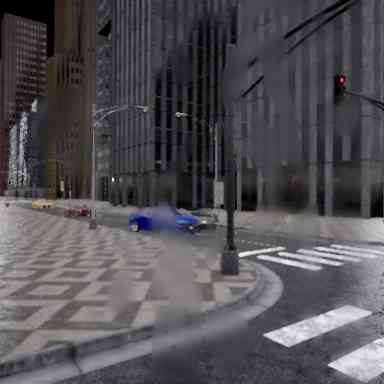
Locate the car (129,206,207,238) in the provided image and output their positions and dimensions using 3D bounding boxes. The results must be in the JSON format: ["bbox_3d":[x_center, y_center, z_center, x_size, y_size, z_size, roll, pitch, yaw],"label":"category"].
[{"bbox_3d":[-1.700,1.604,19.047,1.882,1.535,5.008,1,-1,-42],"label":"car"}]

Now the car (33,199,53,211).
[{"bbox_3d":[-20.605,1.735,45.915,1.882,1.535,5.008,0,0,-35],"label":"car"}]

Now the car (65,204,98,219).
[{"bbox_3d":[-10.505,1.773,31.538,1.895,1.301,4.718,0,0,-35],"label":"car"}]

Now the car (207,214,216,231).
[{"bbox_3d":[-0.235,1.711,21.136,1.994,1.385,4.181,0,0,-28],"label":"car"}]
